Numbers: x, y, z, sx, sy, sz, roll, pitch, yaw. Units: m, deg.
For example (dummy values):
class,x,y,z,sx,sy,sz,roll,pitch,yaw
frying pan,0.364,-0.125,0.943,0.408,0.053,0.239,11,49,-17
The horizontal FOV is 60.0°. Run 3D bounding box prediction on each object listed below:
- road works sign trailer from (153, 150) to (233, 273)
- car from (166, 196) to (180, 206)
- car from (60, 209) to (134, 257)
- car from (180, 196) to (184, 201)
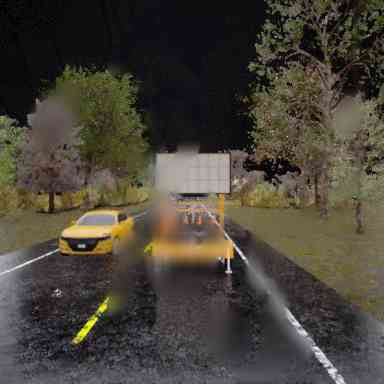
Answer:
class,x,y,z,sx,sy,sz,roll,pitch,yaw
road works sign trailer,0.037,0.469,10.689,2.380,3.560,2.880,0,0,0
car,-3.421,1.610,55.533,1.812,1.442,4.674,0,0,0
car,-3.562,1.484,13.265,1.882,1.535,5.008,0,0,0
car,-3.226,1.764,90.700,2.033,1.411,5.357,0,0,0
